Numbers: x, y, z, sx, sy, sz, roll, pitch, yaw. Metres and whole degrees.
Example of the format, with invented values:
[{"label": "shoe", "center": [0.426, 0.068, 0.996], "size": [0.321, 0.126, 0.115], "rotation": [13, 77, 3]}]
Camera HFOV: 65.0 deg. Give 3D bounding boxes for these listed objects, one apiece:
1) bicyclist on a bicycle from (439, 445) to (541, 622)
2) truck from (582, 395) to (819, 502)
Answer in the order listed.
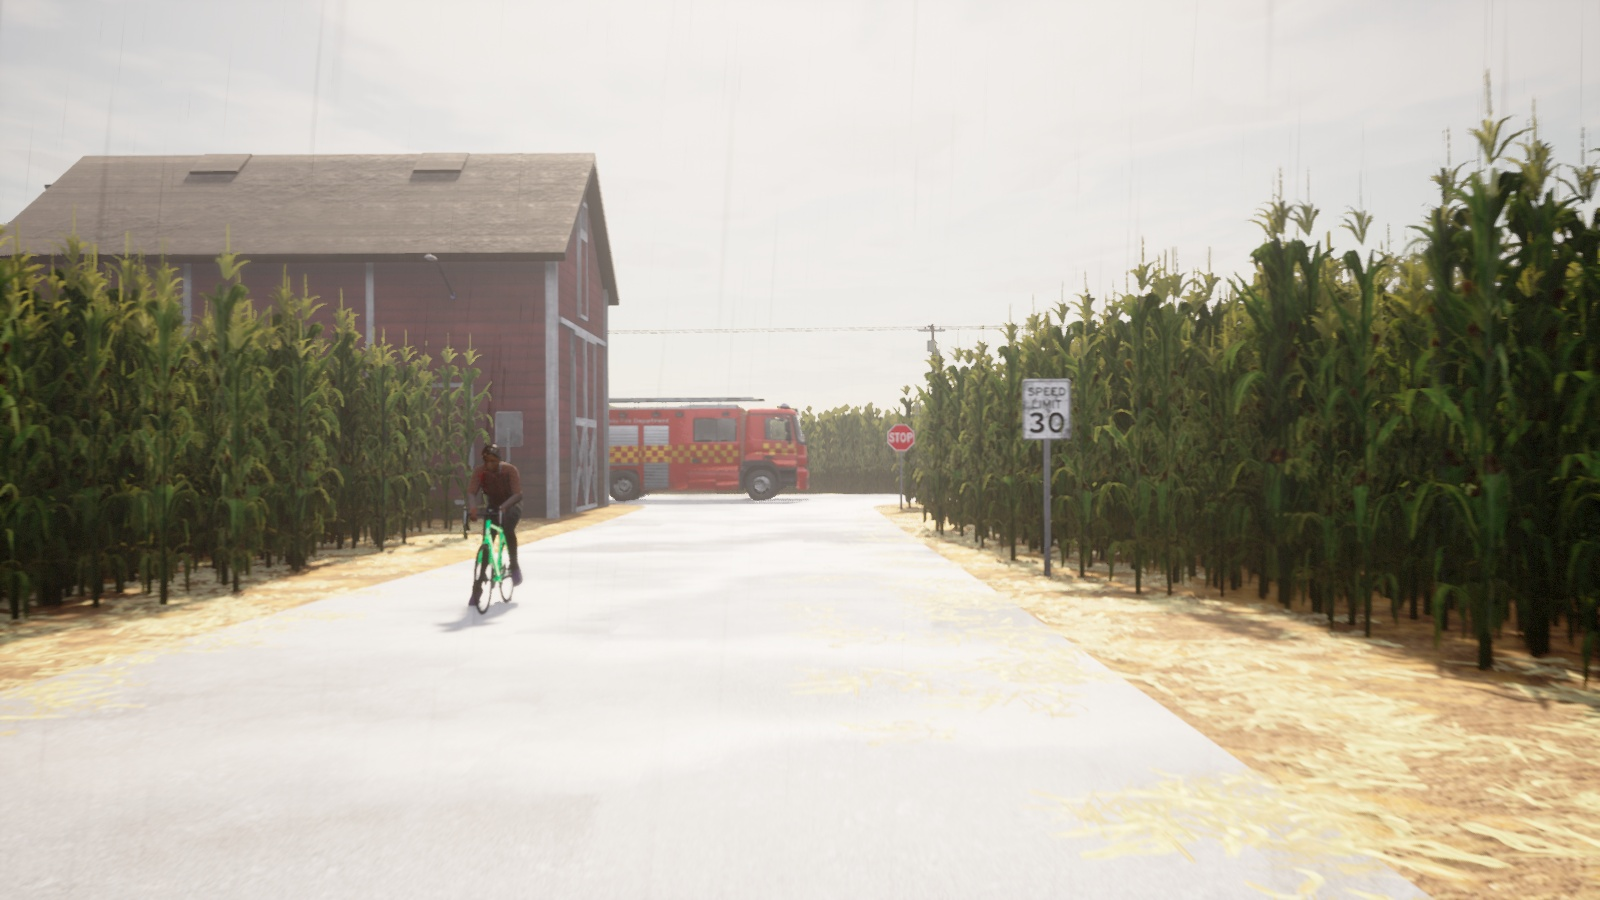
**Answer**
[{"label": "bicyclist on a bicycle", "center": [-3.020, 0.773, 12.374], "size": [0.582, 1.620, 1.656], "rotation": [0, 0, 0]}, {"label": "truck", "center": [-3.588, -0.040, 46.658], "size": [8.468, 3.827, 2.891], "rotation": [0, 0, 2]}]
